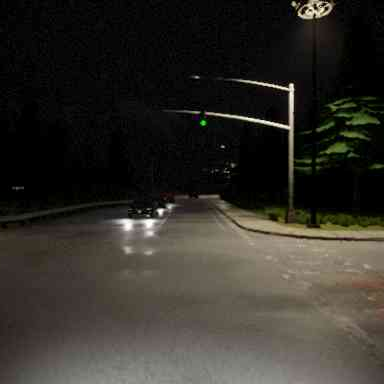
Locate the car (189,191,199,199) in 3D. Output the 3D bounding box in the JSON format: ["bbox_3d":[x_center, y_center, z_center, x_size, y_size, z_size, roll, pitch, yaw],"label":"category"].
[{"bbox_3d":[0.330,0.558,64.300,2.033,1.411,5.357,0,1,2],"label":"car"}]

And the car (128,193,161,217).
[{"bbox_3d":[-3.722,1.106,25.825,1.837,1.490,4.892,0,1,0],"label":"car"}]

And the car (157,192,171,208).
[{"bbox_3d":[-3.757,0.988,36.271,2.033,1.411,5.357,0,1,0],"label":"car"}]

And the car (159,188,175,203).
[{"bbox_3d":[-3.662,0.499,46.897,2.150,2.045,5.566,0,1,1],"label":"car"}]
